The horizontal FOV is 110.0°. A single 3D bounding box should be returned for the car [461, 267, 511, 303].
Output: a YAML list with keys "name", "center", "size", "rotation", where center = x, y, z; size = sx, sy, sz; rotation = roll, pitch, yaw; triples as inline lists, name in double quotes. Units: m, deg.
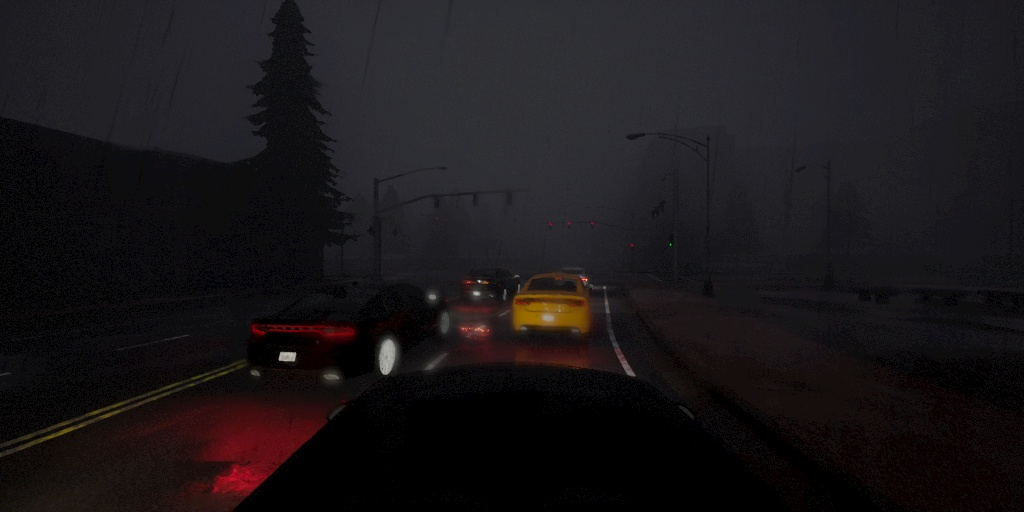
- name: "car"
  center: [-0.859, 1.255, 16.672]
  size: [1.837, 1.490, 4.892]
  rotation: [0, 0, 13]

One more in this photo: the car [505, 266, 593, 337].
- name: "car"
  center: [1.301, 1.228, 10.398]
  size: [1.882, 1.535, 5.008]
  rotation: [0, 0, 11]

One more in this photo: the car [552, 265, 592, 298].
- name: "car"
  center: [3.370, 1.274, 19.428]
  size: [1.812, 1.442, 4.674]
  rotation: [0, 0, 14]

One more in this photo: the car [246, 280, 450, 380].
- name: "car"
  center: [-2.764, 1.228, 7.368]
  size: [1.882, 1.535, 5.008]
  rotation: [0, 0, 7]
